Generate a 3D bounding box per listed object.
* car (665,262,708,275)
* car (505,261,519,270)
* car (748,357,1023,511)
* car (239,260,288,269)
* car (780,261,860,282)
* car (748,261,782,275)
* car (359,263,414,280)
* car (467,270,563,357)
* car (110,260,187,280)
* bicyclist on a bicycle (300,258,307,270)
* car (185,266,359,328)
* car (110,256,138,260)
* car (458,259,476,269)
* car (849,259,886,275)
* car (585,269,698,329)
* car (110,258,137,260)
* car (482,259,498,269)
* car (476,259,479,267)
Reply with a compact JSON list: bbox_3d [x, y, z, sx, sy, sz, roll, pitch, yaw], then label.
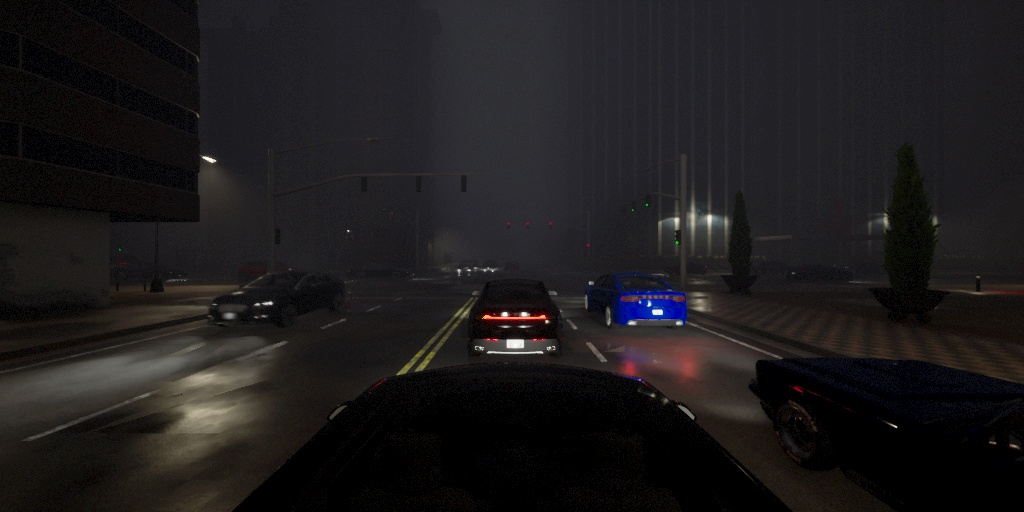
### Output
[{"bbox_3d":[18.707,1.312,38.597,4.181,1.385,1.994,0,0,-1],"label":"car"},{"bbox_3d":[0.051,1.349,50.442,1.895,1.301,4.718,0,0,2],"label":"car"},{"bbox_3d":[3.601,1.351,1.892,1.895,1.301,4.718,0,0,0],"label":"car"},{"bbox_3d":[-18.318,1.101,27.524,4.553,1.767,2.097,0,0,-1],"label":"car"},{"bbox_3d":[23.922,1.313,27.949,4.181,1.385,1.994,0,0,-1],"label":"car"},{"bbox_3d":[27.559,1.253,38.686,4.892,1.490,1.837,0,0,-1],"label":"car"},{"bbox_3d":[-11.375,1.296,31.093,5.357,1.411,2.033,0,0,-1],"label":"car"},{"bbox_3d":[0.062,1.255,8.549,1.837,1.490,4.892,0,0,0],"label":"car"},{"bbox_3d":[-31.305,1.296,30.900,5.357,1.411,2.033,0,0,0],"label":"car"},{"bbox_3d":[-26.419,1.049,45.426,0.582,1.620,1.656,0,0,-1],"label":"bicyclist on a bicycle"},{"bbox_3d":[-7.109,1.241,11.466,2.128,1.511,4.902,0,0,0],"label":"car"},{"bbox_3d":[-42.679,0.970,37.953,5.566,2.045,2.150,0,0,1],"label":"car"},{"bbox_3d":[-7.089,1.274,55.284,1.812,1.442,4.674,0,0,0],"label":"car"},{"bbox_3d":[37.392,1.101,38.774,4.553,1.767,2.097,0,0,0],"label":"car"},{"bbox_3d":[3.575,1.227,11.237,1.882,1.535,5.008,0,0,0],"label":"car"},{"bbox_3d":[-39.823,1.226,34.505,5.008,1.535,1.882,0,0,-1],"label":"car"},{"bbox_3d":[-3.589,1.312,57.154,1.994,1.385,4.181,0,0,0],"label":"car"},{"bbox_3d":[-7.060,1.252,64.541,1.837,1.490,4.892,0,0,0],"label":"car"}]
